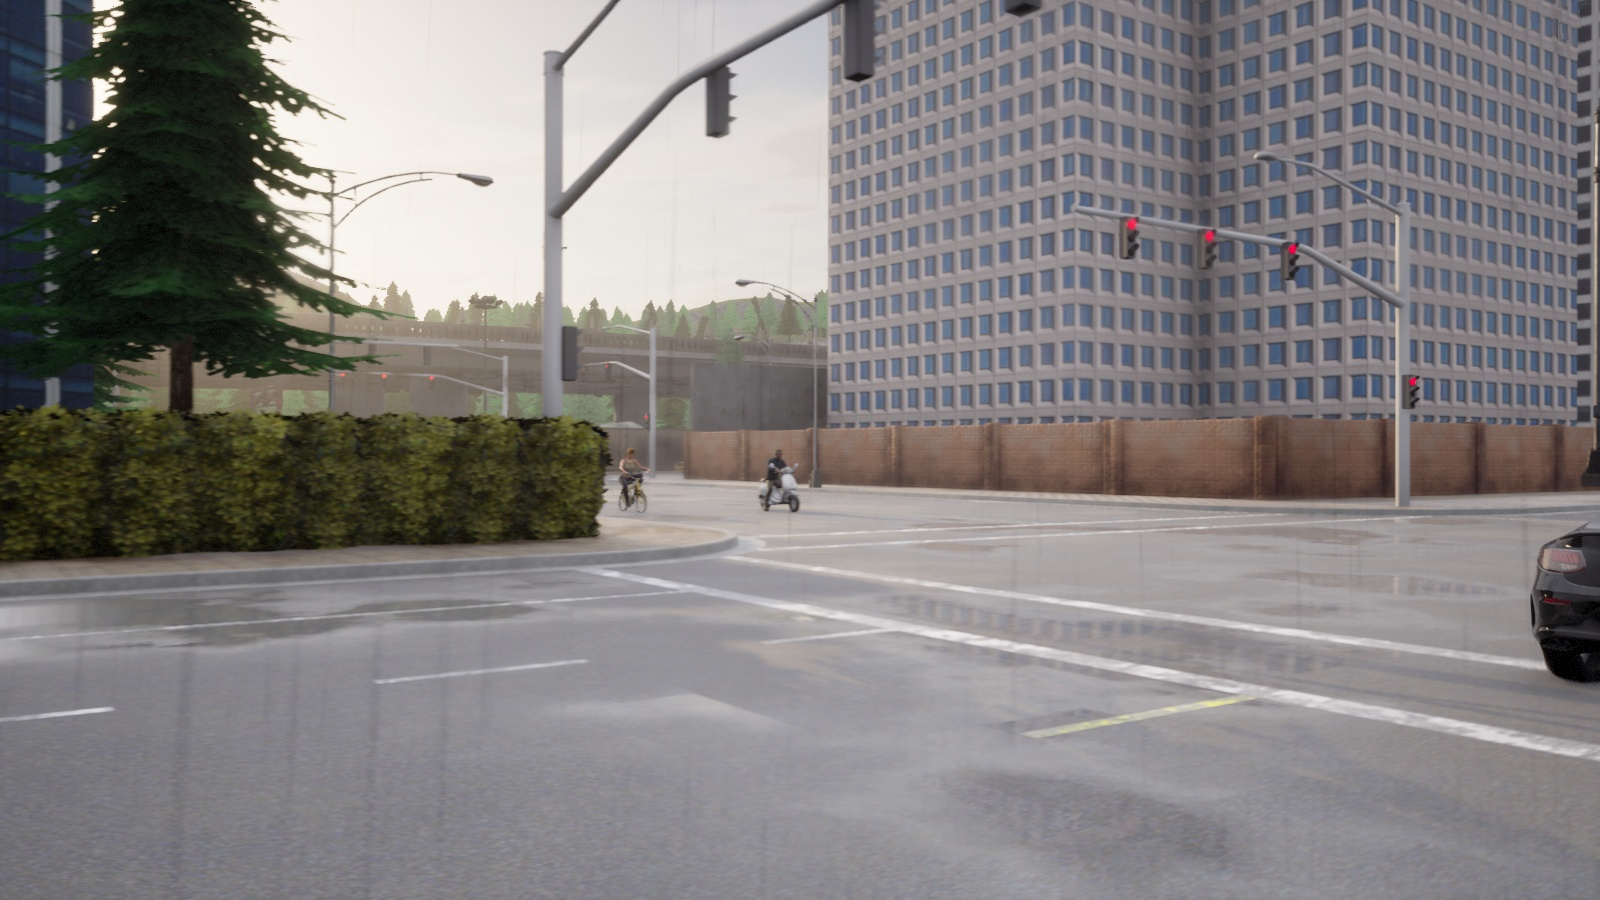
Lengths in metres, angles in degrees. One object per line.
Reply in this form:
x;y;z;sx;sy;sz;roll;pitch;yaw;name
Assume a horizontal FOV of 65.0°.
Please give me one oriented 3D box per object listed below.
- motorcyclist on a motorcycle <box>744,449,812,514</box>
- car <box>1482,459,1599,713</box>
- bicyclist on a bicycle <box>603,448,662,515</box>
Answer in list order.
-0.570;0.778;32.001;0.866;1.590;1.817;0;0;-34;motorcyclist on a motorcycle
6.617;0.777;8.309;4.674;1.442;1.812;0;0;-35;car
-4.145;0.766;31.034;0.866;1.612;1.509;0;0;-34;bicyclist on a bicycle
